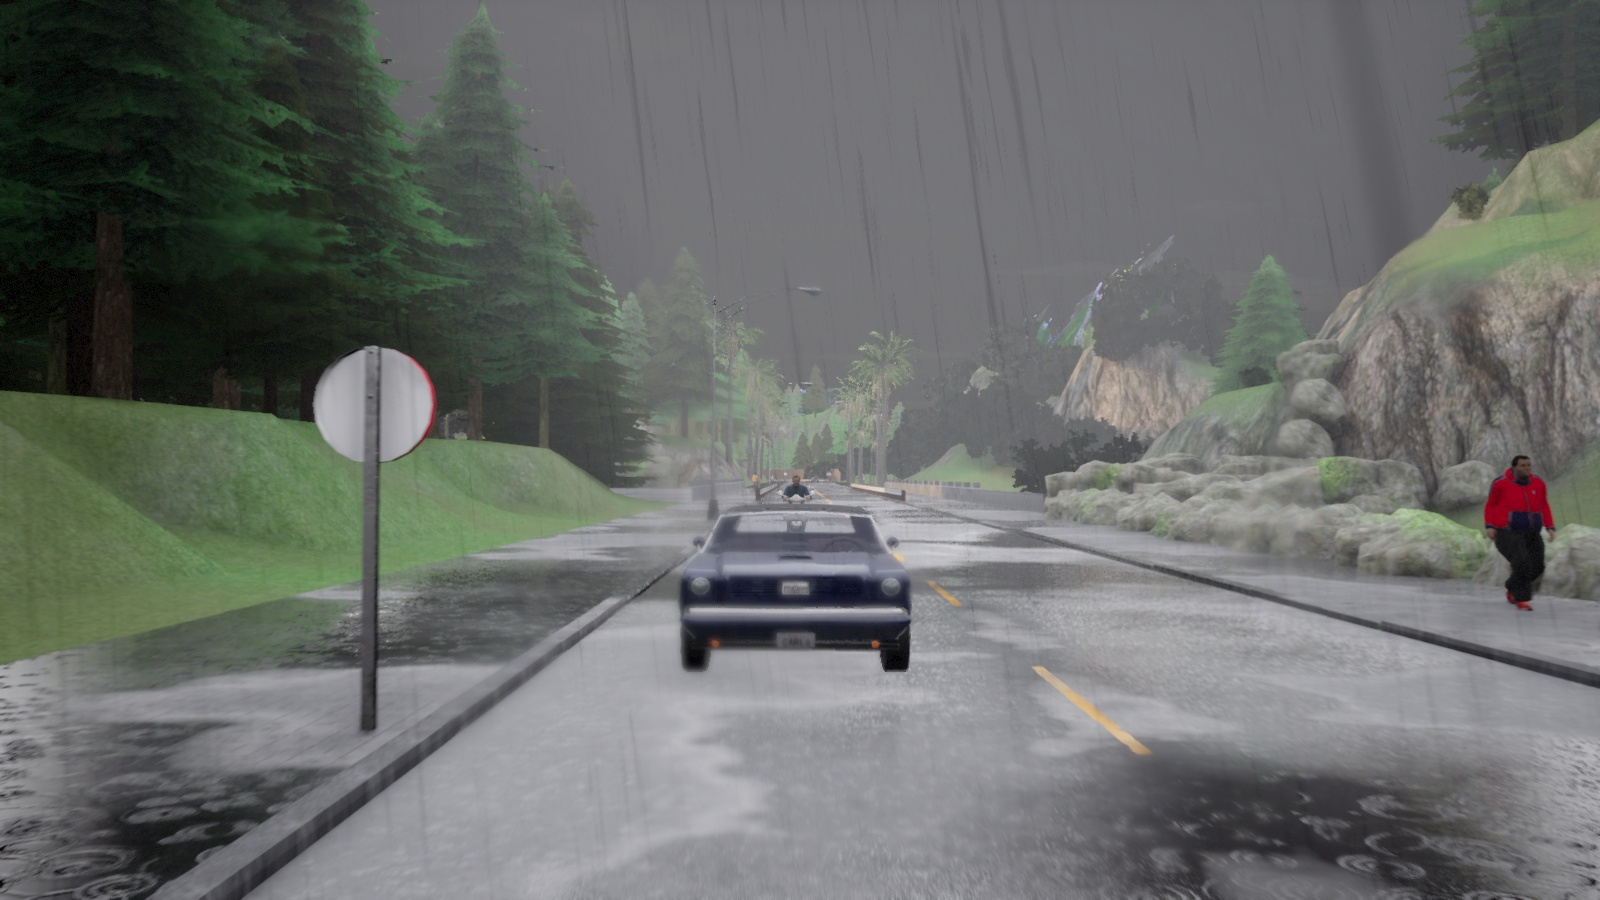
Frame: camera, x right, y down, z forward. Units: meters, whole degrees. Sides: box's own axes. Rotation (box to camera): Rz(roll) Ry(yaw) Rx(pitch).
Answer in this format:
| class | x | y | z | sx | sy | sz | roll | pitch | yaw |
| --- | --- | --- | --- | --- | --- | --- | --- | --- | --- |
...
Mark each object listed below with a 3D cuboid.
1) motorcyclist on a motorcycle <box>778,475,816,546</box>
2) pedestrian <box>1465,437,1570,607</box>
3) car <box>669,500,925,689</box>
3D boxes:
| class | x | y | z | sx | sy | sz | roll | pitch | yaw |
| --- | --- | --- | --- | --- | --- | --- | --- | --- | --- |
| motorcyclist on a motorcycle | -0.074 | 1.380 | 29.310 | 0.866 | 1.590 | 1.817 | 0 | -1 | 0 |
| pedestrian | 8.015 | 0.789 | 14.056 | 0.634 | 1.844 | 0.899 | 0 | -1 | 0 |
| car | -0.029 | 1.162 | 11.649 | 1.895 | 1.301 | 4.718 | 0 | -1 | 0 |
